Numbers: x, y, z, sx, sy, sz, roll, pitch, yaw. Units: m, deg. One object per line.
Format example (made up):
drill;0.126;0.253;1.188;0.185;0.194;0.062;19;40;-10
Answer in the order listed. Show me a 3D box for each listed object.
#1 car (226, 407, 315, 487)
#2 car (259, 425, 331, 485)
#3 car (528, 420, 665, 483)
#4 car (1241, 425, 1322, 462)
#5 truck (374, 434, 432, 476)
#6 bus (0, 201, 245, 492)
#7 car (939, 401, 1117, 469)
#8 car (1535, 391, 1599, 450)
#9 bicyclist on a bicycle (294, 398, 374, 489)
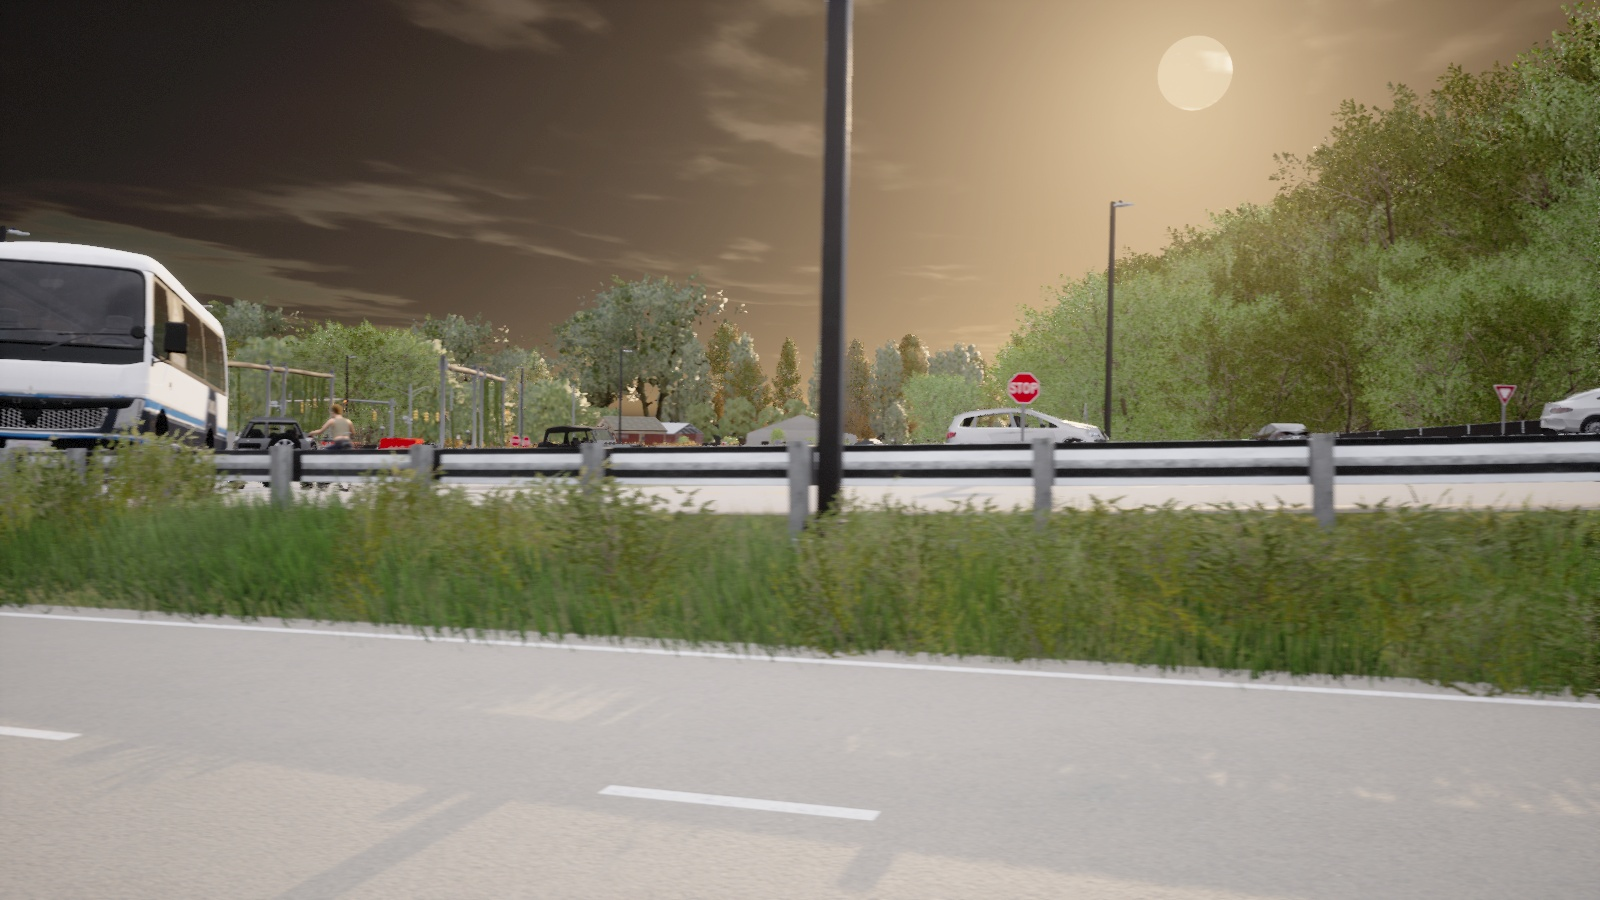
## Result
car;-13.475;0.002;32.065;1.932;1.855;4.605;1;-2;-22
car;-16.849;0.223;42.092;1.932;1.855;4.605;2;-2;-18
car;-6.550;0.052;40.544;3.866;1.878;1.905;-2;0;19
car;21.409;-0.259;56.017;2.163;1.488;4.792;1;-1;5
truck;-24.907;0.312;78.940;2.627;2.467;5.204;1;0;-9
bus;-13.313;-1.407;23.668;3.944;4.253;10.273;2;-3;-17
car;6.540;-0.421;35.915;4.611;1.667;2.242;-3;0;20
car;21.395;-0.791;31.625;4.674;1.442;1.812;-2;0;20
bicyclist on a bicycle;-8.579;-0.090;23.094;0.866;1.612;1.509;1;-2;-42
